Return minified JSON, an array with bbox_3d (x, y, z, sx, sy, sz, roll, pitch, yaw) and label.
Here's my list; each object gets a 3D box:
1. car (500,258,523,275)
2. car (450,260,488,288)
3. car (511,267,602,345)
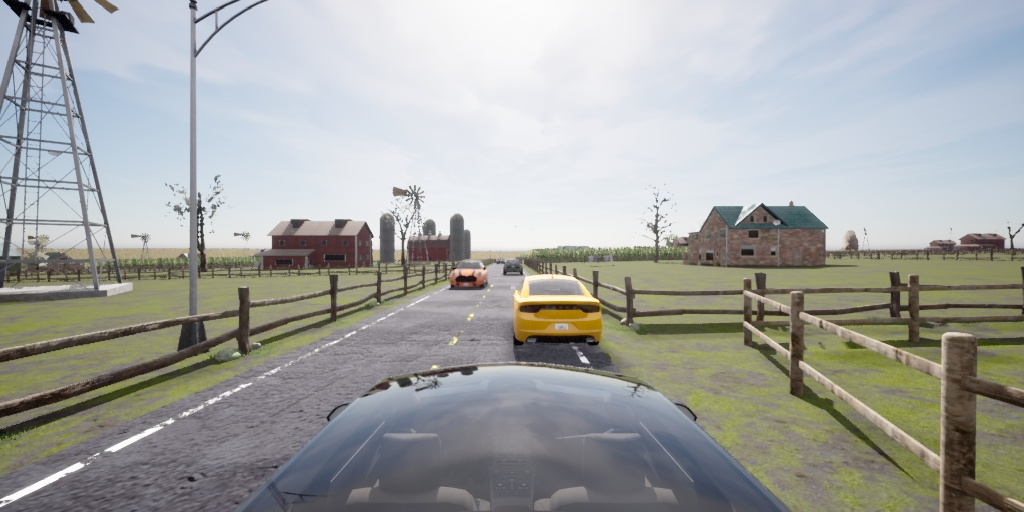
[{"bbox_3d":[0.128,1.104,39.337,2.097,1.767,4.553,0,0,0],"label":"car"},{"bbox_3d":[-2.721,1.099,23.483,2.097,1.767,4.553,0,0,0],"label":"car"},{"bbox_3d":[0.974,1.225,9.472,1.882,1.535,5.008,0,0,0],"label":"car"}]
